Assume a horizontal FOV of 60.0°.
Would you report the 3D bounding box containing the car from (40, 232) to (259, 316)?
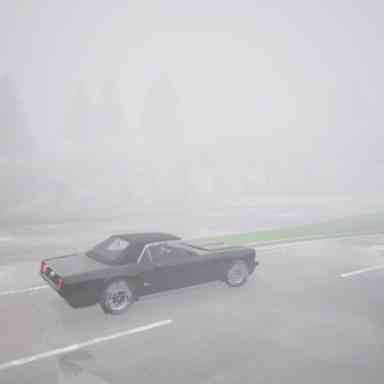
[{"bbox_3d":[-0.713,1.578,7.486,4.718,1.301,1.895,0,0,-35],"label":"car"}]
